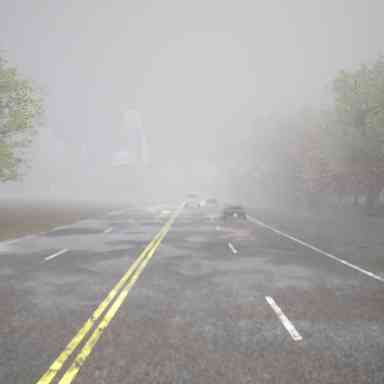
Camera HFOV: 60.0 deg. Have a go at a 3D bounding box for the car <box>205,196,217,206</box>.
[{"bbox_3d":[3.264,1.445,55.305,1.837,1.490,4.892,1,1,0],"label":"car"}]

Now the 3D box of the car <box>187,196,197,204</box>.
[{"bbox_3d":[0.004,1.479,64.899,2.033,1.411,5.357,0,0,0],"label":"car"}]

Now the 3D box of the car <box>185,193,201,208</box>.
[{"bbox_3d":[0.094,1.191,48.815,2.150,2.045,5.566,0,0,0],"label":"car"}]

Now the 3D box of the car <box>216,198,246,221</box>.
[{"bbox_3d":[3.290,1.494,27.320,1.837,1.490,4.892,0,0,1],"label":"car"}]
